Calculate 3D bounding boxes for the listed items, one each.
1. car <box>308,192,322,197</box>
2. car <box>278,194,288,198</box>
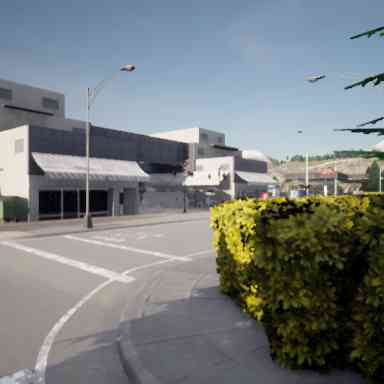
[{"bbox_3d":[27.811,1.292,77.410,2.007,1.523,4.514,0,0,39],"label":"car"},{"bbox_3d":[20.518,1.224,74.259,1.970,1.475,3.806,0,0,39],"label":"car"}]
